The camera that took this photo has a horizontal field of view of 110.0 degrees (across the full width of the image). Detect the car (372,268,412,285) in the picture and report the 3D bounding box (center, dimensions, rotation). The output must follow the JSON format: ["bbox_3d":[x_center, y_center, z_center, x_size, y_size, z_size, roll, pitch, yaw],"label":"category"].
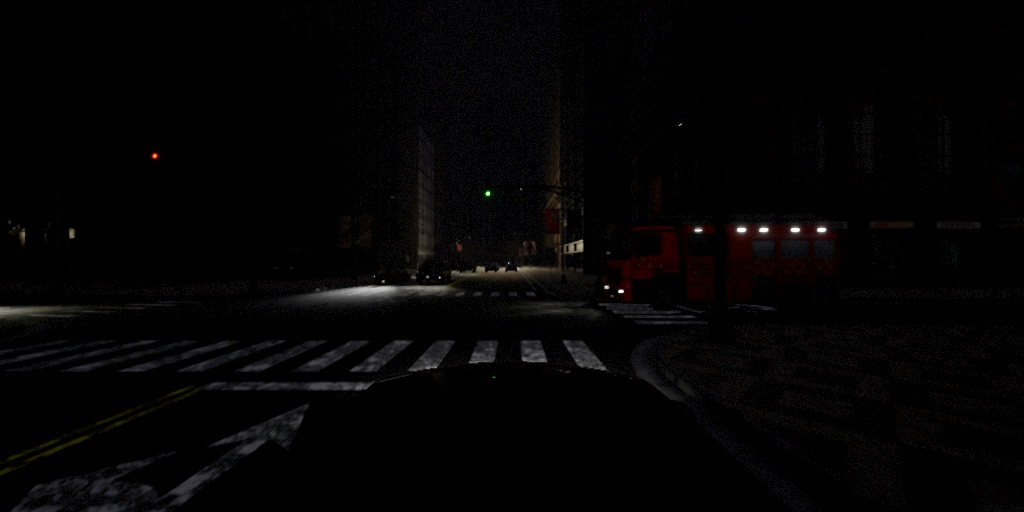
[{"bbox_3d":[-9.898,1.669,29.808,1.895,1.301,4.718,0,-1,0],"label":"car"}]

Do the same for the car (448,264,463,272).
[{"bbox_3d":[-9.868,2.049,63.230,1.994,1.385,4.181,0,-1,0],"label":"car"}]

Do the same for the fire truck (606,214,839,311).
[{"bbox_3d":[8.479,0.254,15.188,8.468,3.827,2.891,0,-1,0],"label":"fire truck"}]

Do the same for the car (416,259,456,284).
[{"bbox_3d":[-6.645,1.301,31.050,2.150,2.045,5.566,0,0,0],"label":"car"}]

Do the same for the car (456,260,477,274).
[{"bbox_3d":[-6.631,1.564,54.243,2.150,2.045,5.566,0,-1,0],"label":"car"}]

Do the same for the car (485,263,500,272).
[{"bbox_3d":[-3.358,1.875,58.240,2.128,1.511,4.902,0,-1,0],"label":"car"}]

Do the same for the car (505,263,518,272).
[{"bbox_3d":[-0.109,1.914,58.663,1.812,1.442,4.674,0,-1,0],"label":"car"}]
